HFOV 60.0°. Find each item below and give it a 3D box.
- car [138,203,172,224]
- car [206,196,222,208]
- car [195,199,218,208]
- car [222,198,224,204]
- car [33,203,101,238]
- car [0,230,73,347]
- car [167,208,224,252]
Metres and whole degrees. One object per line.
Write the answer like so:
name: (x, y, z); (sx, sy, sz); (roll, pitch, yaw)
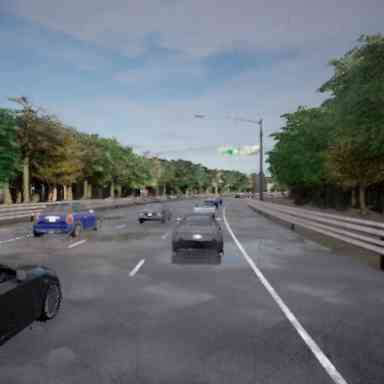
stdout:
car: (-2.633, 1.555, 24.716); (2.033, 1.411, 5.357); (0, 0, 4)
car: (2.736, 1.494, 46.239); (1.882, 1.535, 5.008); (0, 0, 7)
car: (1.208, 1.617, 30.720); (1.895, 1.301, 4.718); (0, 0, 5)
car: (4.571, 1.518, 59.976); (1.837, 1.490, 4.892); (0, 0, 9)
car: (-6.475, 1.349, 17.776); (2.097, 1.767, 4.553); (0, 0, 2)
car: (-3.354, 1.522, 4.278); (1.812, 1.442, 4.674); (0, 0, 1)
car: (0.271, 1.577, 13.986); (1.994, 1.385, 4.181); (0, 0, 2)
